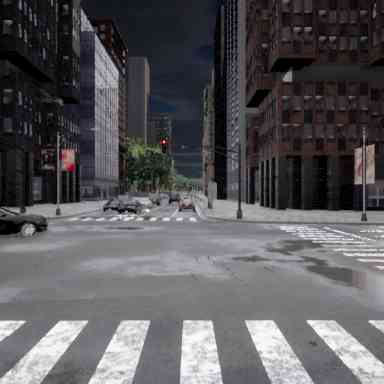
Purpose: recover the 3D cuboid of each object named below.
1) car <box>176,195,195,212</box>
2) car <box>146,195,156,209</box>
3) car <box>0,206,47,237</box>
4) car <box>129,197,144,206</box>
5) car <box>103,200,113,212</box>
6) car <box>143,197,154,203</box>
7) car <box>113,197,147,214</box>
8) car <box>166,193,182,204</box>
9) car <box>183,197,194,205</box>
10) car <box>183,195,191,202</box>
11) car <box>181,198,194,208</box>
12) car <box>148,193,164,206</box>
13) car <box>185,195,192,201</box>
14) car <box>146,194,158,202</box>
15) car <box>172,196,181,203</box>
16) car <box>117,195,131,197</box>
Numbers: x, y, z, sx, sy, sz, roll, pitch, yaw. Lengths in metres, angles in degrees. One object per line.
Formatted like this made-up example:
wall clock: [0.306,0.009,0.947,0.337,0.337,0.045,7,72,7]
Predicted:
car: [-0.563,1.438,38.950,1.967,1.590,4.097,0,0,0]
car: [-6.455,1.536,45.265,1.812,1.442,4.674,0,0,0]
car: [-9.633,1.363,15.895,5.008,1.535,1.882,0,1,-25]
car: [-9.173,1.555,55.015,1.752,1.417,4.829,0,0,0]
car: [-9.088,1.564,38.907,1.947,1.339,4.313,0,0,0]
car: [-9.261,1.649,71.463,1.802,1.307,4.206,0,0,0]
car: [-6.402,1.538,35.039,2.033,1.411,5.357,0,0,0]
car: [-3.360,1.273,64.623,2.150,2.045,5.566,0,0,0]
car: [-0.678,1.587,60.649,1.887,1.381,4.507,0,0,0]
car: [-1.199,1.600,82.622,1.837,1.490,4.892,0,0,0]
car: [-0.620,1.601,49.799,1.802,1.307,4.206,0,0,0]
car: [-6.499,1.253,55.908,2.150,2.045,5.566,0,0,-1]
car: [-0.852,1.670,93.199,1.887,1.381,4.507,0,0,0]
car: [-9.290,1.396,76.889,2.192,1.841,5.009,0,0,0]
car: [-3.505,1.631,75.349,1.994,1.385,4.181,0,0,0]
car: [-9.118,1.323,44.334,2.192,1.841,5.009,0,0,0]
